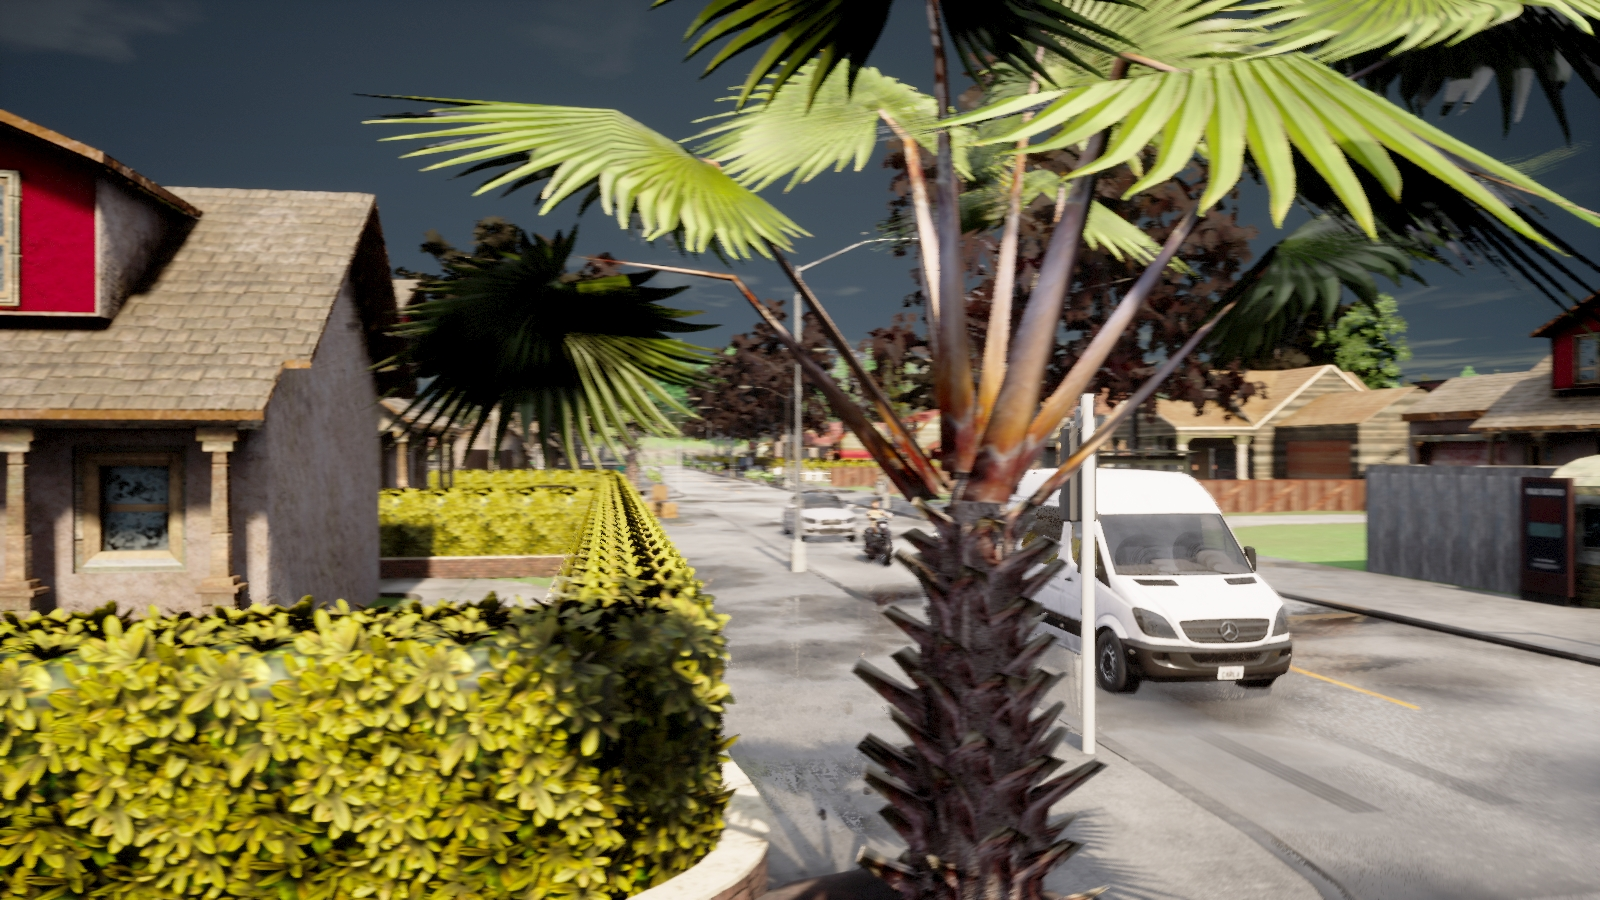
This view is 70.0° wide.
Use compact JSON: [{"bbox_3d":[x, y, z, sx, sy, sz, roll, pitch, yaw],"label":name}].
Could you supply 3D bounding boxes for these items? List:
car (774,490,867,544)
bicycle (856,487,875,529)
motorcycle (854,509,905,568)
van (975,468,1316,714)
[{"bbox_3d":[0.580,2.138,37.498,2.231,1.480,4.892,0,0,-9],"label":"car"},{"bbox_3d":[2.439,2.146,42.635,0.329,1.471,1.835,0,0,-9],"label":"bicycle"},{"bbox_3d":[1.988,2.213,28.954,0.764,1.307,2.356,0,0,-9],"label":"motorcycle"},{"bbox_3d":[4.235,1.563,15.369,1.988,2.561,5.915,0,0,-9],"label":"van"}]
